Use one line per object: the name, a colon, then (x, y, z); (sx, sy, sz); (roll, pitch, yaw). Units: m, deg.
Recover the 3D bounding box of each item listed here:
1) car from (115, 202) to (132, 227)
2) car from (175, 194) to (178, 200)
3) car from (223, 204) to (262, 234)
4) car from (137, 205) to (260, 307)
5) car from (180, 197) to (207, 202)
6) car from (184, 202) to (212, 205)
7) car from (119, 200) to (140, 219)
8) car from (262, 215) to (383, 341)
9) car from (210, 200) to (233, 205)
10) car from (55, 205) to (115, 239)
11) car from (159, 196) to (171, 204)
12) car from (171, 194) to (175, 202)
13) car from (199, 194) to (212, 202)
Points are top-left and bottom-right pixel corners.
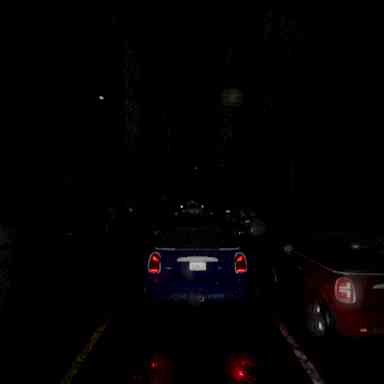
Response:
car: (-5.664, 1.599, 23.055); (1.802, 1.307, 4.206); (0, 0, 0)
car: (-5.559, 1.699, 92.532); (1.752, 1.417, 4.829); (0, 0, 0)
car: (2.859, 1.564, 17.551); (2.008, 1.369, 4.403); (0, 0, 0)
car: (0.102, 1.358, 8.117); (2.097, 1.767, 4.553); (0, 0, 0)
car: (0.008, 1.478, 27.419); (1.801, 1.575, 5.366); (0, 0, 0)
car: (0.101, 1.490, 17.398); (1.882, 1.535, 5.008); (0, 0, 0)
car: (-5.663, 1.463, 28.557); (1.967, 1.590, 4.097); (0, 0, 0)
car: (2.856, 1.445, 6.548); (1.967, 1.590, 4.097); (0, 0, 0)
car: (2.863, 1.588, 28.553); (1.947, 1.339, 4.313); (0, 0, 0)
car: (-5.666, 1.579, 17.553); (1.947, 1.339, 4.313); (0, 0, 0)
car: (-5.616, 1.669, 65.659); (1.802, 1.307, 4.206); (0, 0, 0)
car: (-5.593, 1.667, 76.476); (2.008, 1.369, 4.403); (0, 0, 0)
car: (2.908, 1.528, 65.644); (1.967, 1.590, 4.097); (0, 0, 0)
